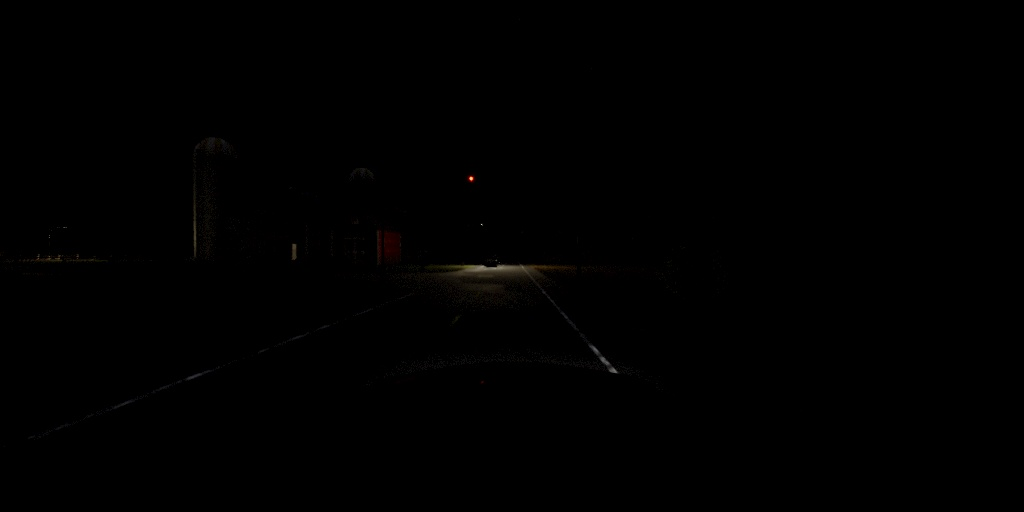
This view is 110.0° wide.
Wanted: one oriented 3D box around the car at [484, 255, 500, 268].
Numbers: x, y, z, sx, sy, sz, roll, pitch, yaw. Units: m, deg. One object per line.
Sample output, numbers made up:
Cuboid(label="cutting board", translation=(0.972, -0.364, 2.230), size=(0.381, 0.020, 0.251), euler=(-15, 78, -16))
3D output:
Cuboid(label="car", translation=(-3.480, 1.164, 58.178), size=(1.882, 1.535, 5.008), euler=(0, 2, 0))
